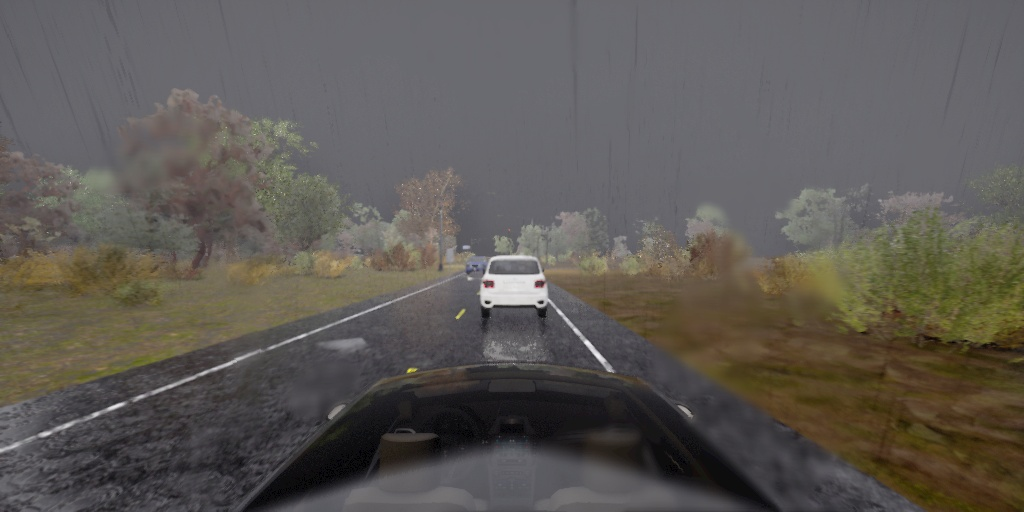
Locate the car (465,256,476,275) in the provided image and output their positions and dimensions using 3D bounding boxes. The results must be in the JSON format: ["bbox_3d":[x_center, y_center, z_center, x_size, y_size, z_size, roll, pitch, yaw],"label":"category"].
[{"bbox_3d":[-3.950,1.051,40.707,2.150,2.045,5.566,0,0,-1],"label":"car"}]

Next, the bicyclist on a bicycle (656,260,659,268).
[{"bbox_3d":[23.463,1.334,58.192,0.582,1.620,1.656,0,0,1],"label":"bicyclist on a bicycle"}]

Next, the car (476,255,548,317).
[{"bbox_3d":[0.057,0.996,13.410,2.150,2.045,5.566,0,0,0],"label":"car"}]
